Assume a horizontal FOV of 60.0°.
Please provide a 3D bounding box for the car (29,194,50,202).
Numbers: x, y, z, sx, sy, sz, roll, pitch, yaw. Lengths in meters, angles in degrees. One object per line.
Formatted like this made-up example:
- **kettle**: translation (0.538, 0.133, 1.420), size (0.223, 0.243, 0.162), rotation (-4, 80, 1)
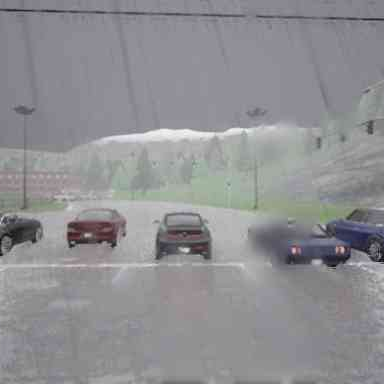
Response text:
- **car**: translation (-33.829, 1.418, 74.024), size (4.674, 1.442, 1.812), rotation (0, 0, 28)

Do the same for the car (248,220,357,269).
- **car**: translation (3.219, 1.585, 11.126), size (1.895, 1.301, 4.718), rotation (0, 0, -3)

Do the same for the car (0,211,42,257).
- **car**: translation (-7.433, 1.473, 12.867), size (2.128, 1.511, 4.902), rotation (0, 0, -4)

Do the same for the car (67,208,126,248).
- **car**: translation (-4.078, 1.456, 14.861), size (1.882, 1.535, 5.008), rotation (0, 0, -5)

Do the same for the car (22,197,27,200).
- **car**: translation (-38.108, 1.370, 79.961), size (5.357, 1.411, 2.033), rotation (0, 0, 18)

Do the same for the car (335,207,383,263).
- **car**: translation (6.646, 1.334, 12.068), size (2.097, 1.767, 4.553), rotation (0, 0, -4)

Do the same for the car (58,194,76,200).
- **car**: translation (-33.655, 1.316, 89.492), size (4.674, 1.442, 1.812), rotation (0, 0, 21)

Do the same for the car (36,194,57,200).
- **car**: translation (-36.365, 1.294, 83.037), size (5.008, 1.535, 1.882), rotation (0, 0, 21)

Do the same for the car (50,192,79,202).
- **car**: translation (-28.762, 1.118, 74.933), size (5.566, 2.045, 2.150), rotation (0, 0, 35)

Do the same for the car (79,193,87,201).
- **car**: translation (-27.506, 1.440, 78.317), size (4.181, 1.385, 1.994), rotation (0, 0, 32)

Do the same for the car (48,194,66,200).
- **car**: translation (-35.010, 1.356, 86.265), size (4.181, 1.385, 1.994), rotation (0, 0, 21)

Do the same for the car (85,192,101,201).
- **car**: translation (-25.611, 1.109, 81.239), size (5.566, 2.045, 2.150), rotation (0, 0, 32)

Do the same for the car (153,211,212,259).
- **car**: translation (-0.388, 1.489, 12.495), size (1.837, 1.490, 4.892), rotation (0, 1, -4)
